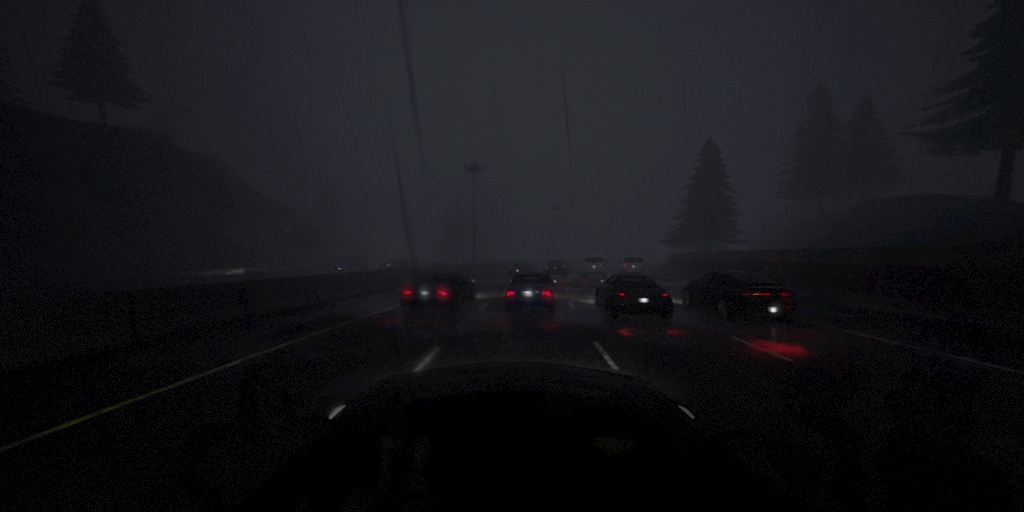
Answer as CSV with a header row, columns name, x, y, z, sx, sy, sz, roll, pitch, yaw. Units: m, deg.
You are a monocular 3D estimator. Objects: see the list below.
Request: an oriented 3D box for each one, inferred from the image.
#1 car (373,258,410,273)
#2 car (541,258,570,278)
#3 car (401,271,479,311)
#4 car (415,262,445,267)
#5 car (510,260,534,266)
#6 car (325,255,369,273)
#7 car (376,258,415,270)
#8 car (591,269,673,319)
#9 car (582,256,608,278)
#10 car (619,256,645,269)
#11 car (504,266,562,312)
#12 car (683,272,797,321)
name,x,y,z,sx,sy,sz,roll,pitch,yaw
car,-14.832,1.092,44.529,2.097,1.767,4.553,0,0,16
car,4.490,1.141,34.913,2.097,1.767,4.553,0,0,14
car,-2.683,1.300,14.507,2.033,1.411,5.357,0,0,6
car,-8.677,1.320,40.628,1.994,1.385,4.181,0,0,16
car,0.987,1.343,35.352,1.994,1.385,4.181,0,0,14
car,-19.184,0.948,42.041,2.150,2.045,5.566,0,0,15
car,-12.498,1.292,40.029,2.033,1.411,5.357,0,0,15
car,4.252,1.335,13.055,1.994,1.385,4.181,0,0,5
car,8.076,1.021,34.967,2.150,2.045,5.566,0,0,15
car,11.834,1.032,35.471,2.150,2.045,5.566,0,0,15
car,0.812,1.310,14.404,2.033,1.411,5.357,0,0,6
car,7.725,1.286,12.712,1.837,1.490,4.892,0,0,5
